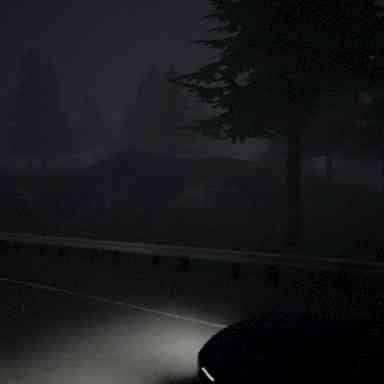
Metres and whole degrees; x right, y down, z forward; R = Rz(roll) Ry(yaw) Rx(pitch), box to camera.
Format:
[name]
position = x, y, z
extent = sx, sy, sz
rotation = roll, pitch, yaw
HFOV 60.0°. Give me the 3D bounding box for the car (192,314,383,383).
[car]
position = 2.133, 1.515, 2.173
extent = 4.674, 1.442, 1.812
rotation = -1, 0, 36
